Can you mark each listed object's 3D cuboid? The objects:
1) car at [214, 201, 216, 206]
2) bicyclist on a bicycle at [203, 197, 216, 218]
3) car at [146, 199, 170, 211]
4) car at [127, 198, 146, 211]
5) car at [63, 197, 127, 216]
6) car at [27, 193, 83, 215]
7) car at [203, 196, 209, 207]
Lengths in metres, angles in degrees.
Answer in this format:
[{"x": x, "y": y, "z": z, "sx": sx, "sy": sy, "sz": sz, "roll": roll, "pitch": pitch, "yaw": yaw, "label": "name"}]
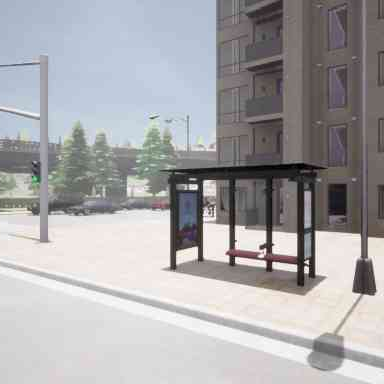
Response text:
[{"x": 5.359, "y": 1.449, "z": 46.785, "sx": 4.892, "sy": 1.490, "sz": 1.837, "roll": 0, "pitch": 0, "yaw": -29, "label": "car"}, {"x": 1.295, "y": 1.245, "z": 26.646, "sx": 1.656, "sy": 1.620, "sz": 0.582, "roll": 0, "pitch": 0, "yaw": 36, "label": "bicyclist on a bicycle"}, {"x": -2.868, "y": 1.545, "z": 40.327, "sx": 1.895, "sy": 1.301, "sz": 4.718, "roll": 0, "pitch": 0, "yaw": 43, "label": "car"}, {"x": -6.931, "y": 1.492, "z": 41.010, "sx": 2.033, "sy": 1.411, "sz": 5.357, "roll": 0, "pitch": 0, "yaw": 39, "label": "car"}, {"x": -9.318, "y": 1.492, "z": 32.392, "sx": 2.033, "sy": 1.411, "sz": 5.357, "roll": 0, "pitch": 0, "yaw": 37, "label": "car"}, {"x": -13.250, "y": 1.166, "z": 32.941, "sx": 2.150, "sy": 2.045, "sz": 5.566, "roll": 0, "pitch": 0, "yaw": 37, "label": "car"}, {"x": 0.107, "y": 1.296, "z": 47.419, "sx": 4.553, "sy": 1.767, "sz": 2.097, "roll": 0, "pitch": 0, "yaw": -34, "label": "car"}]
